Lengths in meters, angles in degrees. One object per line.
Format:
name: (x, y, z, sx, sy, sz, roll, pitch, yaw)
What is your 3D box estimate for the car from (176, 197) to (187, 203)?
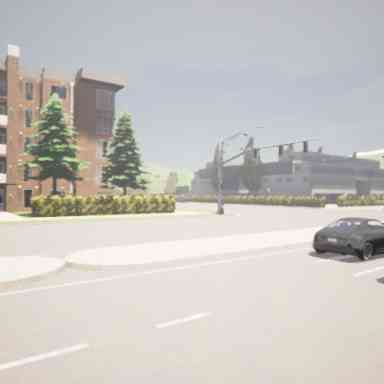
car: (-2.876, 1.933, 78.452, 1.994, 1.385, 4.181, 1, 0, -35)

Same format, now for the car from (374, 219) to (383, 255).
car: (7.165, 1.449, 8.970, 4.553, 1.767, 2.097, 0, 0, -36)

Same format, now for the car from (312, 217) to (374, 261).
car: (6.532, 1.675, 12.851, 4.181, 1.385, 1.994, 1, 0, -36)
